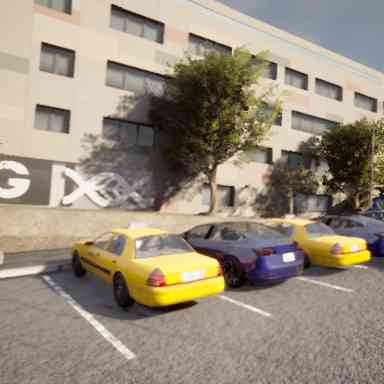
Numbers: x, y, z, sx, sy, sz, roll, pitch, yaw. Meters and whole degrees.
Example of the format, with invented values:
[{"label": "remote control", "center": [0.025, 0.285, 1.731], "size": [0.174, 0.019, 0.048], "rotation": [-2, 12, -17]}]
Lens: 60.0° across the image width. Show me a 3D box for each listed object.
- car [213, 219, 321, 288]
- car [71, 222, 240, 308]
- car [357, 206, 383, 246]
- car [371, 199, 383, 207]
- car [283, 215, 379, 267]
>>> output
[{"label": "car", "center": [0.902, 1.566, 9.647], "size": [2.163, 1.488, 4.792], "rotation": [1, 0, -35]}, {"label": "car", "center": [-1.463, 1.508, 8.152], "size": [1.946, 1.575, 5.366], "rotation": [1, 0, -36]}, {"label": "car", "center": [10.032, 1.669, 16.090], "size": [2.163, 1.488, 4.792], "rotation": [1, 0, -36]}, {"label": "car", "center": [12.307, 1.413, 17.715], "size": [2.435, 2.045, 5.566], "rotation": [1, 0, -36]}, {"label": "car", "center": [3.085, 1.559, 11.398], "size": [1.946, 1.575, 5.366], "rotation": [1, 0, -36]}]
